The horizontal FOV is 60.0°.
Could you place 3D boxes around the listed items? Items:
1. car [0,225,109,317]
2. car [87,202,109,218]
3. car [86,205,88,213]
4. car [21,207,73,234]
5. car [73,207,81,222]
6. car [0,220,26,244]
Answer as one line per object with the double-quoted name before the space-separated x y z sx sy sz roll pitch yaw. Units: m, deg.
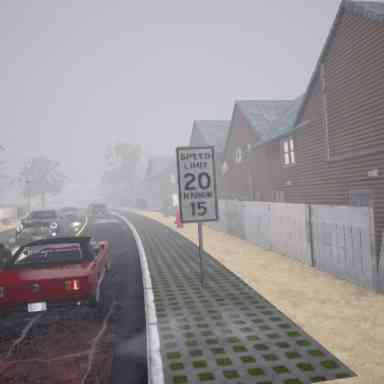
"car" -3.040 1.707 7.891 1.895 1.301 4.718 -3 0 -10
"car" -10.363 2.006 37.107 1.837 1.490 4.892 -3 0 -18
"car" -13.905 2.200 46.908 1.812 1.442 4.674 -3 0 -23
"car" -8.200 1.751 18.480 2.097 1.767 4.553 -3 0 -13
"car" -11.802 2.132 32.162 2.033 1.411 5.357 -3 0 -17
"car" -6.091 1.771 8.196 2.128 1.511 4.902 -3 0 -10
